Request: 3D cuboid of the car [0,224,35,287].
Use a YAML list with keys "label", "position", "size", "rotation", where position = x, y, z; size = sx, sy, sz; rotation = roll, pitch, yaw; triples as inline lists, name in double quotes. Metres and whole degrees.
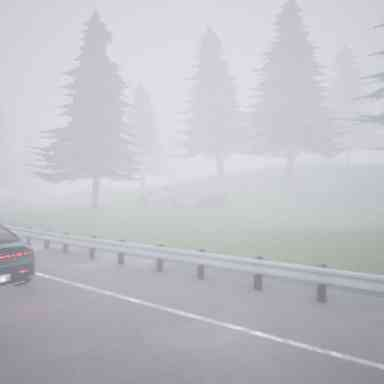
- label: "car"
  position: [-5.734, 1.490, 8.194]
  size: [4.892, 1.490, 1.837]
  rotation: [0, 0, 37]
